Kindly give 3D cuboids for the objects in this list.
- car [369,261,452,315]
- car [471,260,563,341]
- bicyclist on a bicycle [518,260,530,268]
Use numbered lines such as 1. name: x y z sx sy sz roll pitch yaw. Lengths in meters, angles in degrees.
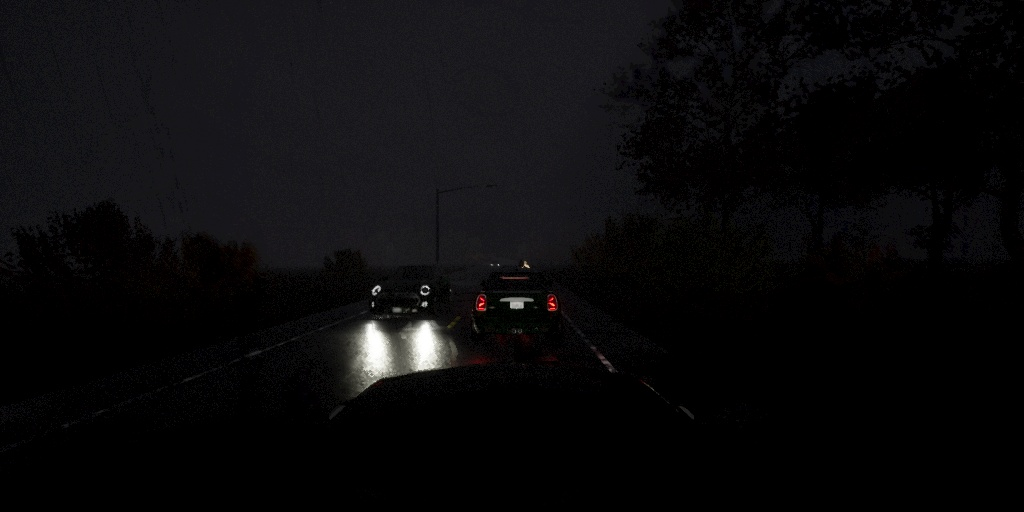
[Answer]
1. car: -3.590 1.097 13.445 2.097 1.767 4.553 0 0 0
2. car: 0.108 1.099 10.002 2.097 1.767 4.553 0 0 0
3. bicyclist on a bicycle: 0.960 1.177 25.825 0.866 1.612 1.509 0 0 1
